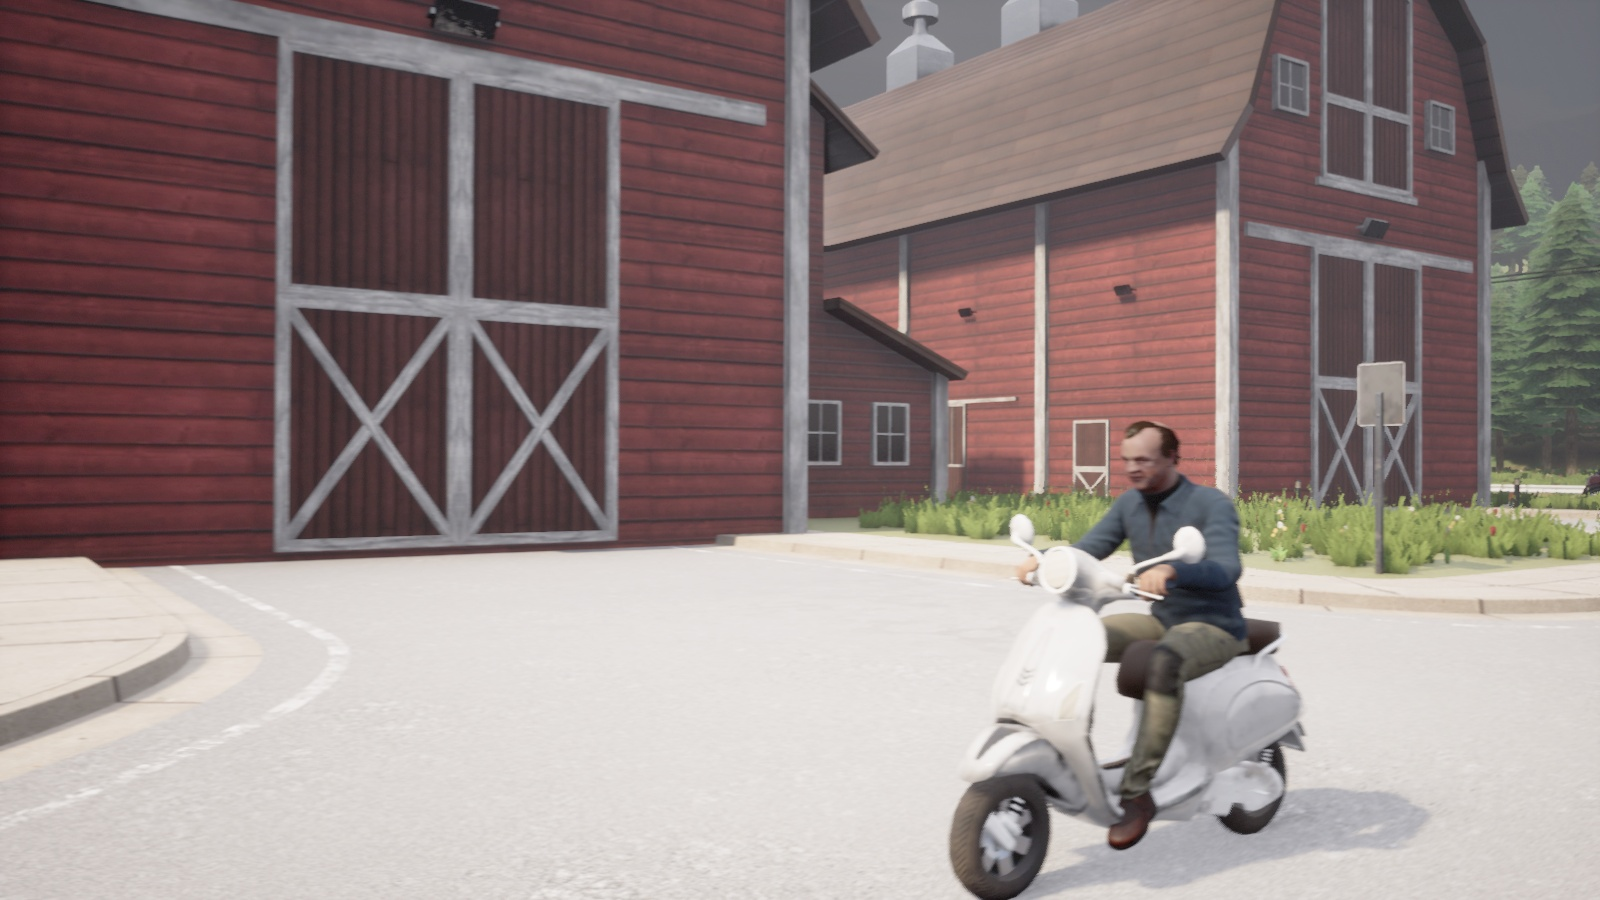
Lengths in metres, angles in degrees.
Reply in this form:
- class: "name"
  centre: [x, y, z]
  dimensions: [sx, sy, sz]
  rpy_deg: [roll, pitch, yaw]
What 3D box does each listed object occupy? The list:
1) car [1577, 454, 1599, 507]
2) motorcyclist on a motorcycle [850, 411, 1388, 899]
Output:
- class: "car"
  centre: [28.331, 1.016, 41.006]
  dimensions: [2.097, 1.767, 4.553]
  rpy_deg: [0, -1, -34]
- class: "motorcyclist on a motorcycle"
  centre: [1.172, 0.684, 4.478]
  dimensions: [1.817, 1.590, 0.866]
  rpy_deg: [0, 0, -35]
